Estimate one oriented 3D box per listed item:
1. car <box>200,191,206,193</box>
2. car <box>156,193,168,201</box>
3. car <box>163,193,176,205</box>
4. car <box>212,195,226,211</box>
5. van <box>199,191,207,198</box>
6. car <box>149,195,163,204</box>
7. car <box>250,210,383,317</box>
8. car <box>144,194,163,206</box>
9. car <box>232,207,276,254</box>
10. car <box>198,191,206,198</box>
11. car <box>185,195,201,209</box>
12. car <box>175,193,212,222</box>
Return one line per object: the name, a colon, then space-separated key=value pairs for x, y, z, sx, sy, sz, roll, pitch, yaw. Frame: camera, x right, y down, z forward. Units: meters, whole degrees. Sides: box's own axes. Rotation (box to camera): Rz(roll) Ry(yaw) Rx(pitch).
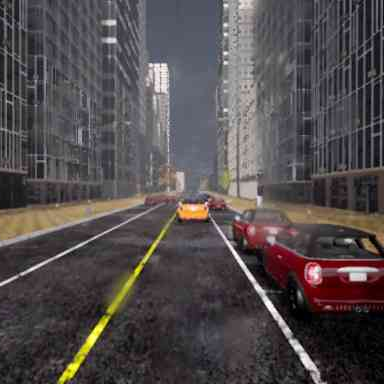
car: x=2.698 y=1.015 z=64.249 sx=1.947 sy=1.339 sz=4.313 roll=0 pitch=1 yaw=0
car: x=-5.682 y=0.994 z=64.258 sx=1.887 sy=1.381 sz=4.507 roll=0 pitch=1 yaw=0
car: x=-2.995 y=1.161 z=49.389 sx=1.895 sy=1.301 sz=4.718 roll=0 pitch=1 yaw=0
car: x=2.696 y=1.252 z=35.789 sx=1.887 sy=1.381 sz=4.507 roll=0 pitch=1 yaw=0
van: x=2.701 y=0.627 z=81.325 sx=1.690 sy=1.788 sz=3.998 roll=0 pitch=1 yaw=0
car: x=-5.683 y=1.136 z=52.874 sx=1.802 sy=1.307 sz=4.206 roll=0 pitch=1 yaw=0
car: x=2.693 y=1.381 z=7.327 sx=1.967 sy=1.590 sz=4.097 roll=0 pitch=0 yaw=0
car: x=-5.684 y=1.151 z=47.180 sx=1.887 sy=1.381 sz=4.507 roll=0 pitch=1 yaw=0
car: x=2.693 y=1.335 z=13.019 sx=1.967 sy=1.590 sz=4.097 roll=0 pitch=0 yaw=0
car: x=2.701 y=0.671 z=87.016 sx=1.967 sy=1.590 sz=4.097 roll=0 pitch=1 yaw=0
car: x=0.097 y=1.188 z=40.820 sx=1.812 sy=1.442 sz=4.674 roll=0 pitch=1 yaw=0
car: x=0.103 y=1.157 z=24.251 sx=2.097 sy=1.767 sz=4.553 roll=0 pitch=1 yaw=0
